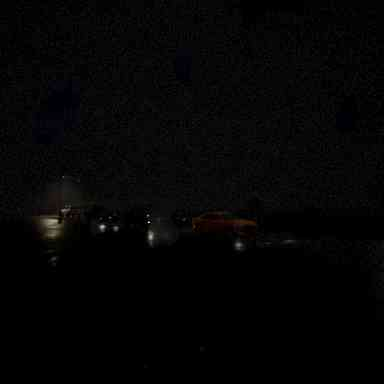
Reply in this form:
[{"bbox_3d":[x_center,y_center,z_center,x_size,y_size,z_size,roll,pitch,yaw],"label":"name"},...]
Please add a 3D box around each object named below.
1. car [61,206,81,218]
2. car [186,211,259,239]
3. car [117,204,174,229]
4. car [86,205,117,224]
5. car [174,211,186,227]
[{"bbox_3d":[-21.223,3.395,58.237,2.150,2.045,5.566,1,-3,-36],"label":"car"},{"bbox_3d":[1.948,1.980,20.739,1.882,1.535,5.008,1,-3,-35],"label":"car"},{"bbox_3d":[-4.224,2.111,29.406,2.150,2.045,5.566,1,-3,-36],"label":"car"},{"bbox_3d":[-10.448,2.507,38.126,2.150,2.045,5.566,1,-3,-35],"label":"car"},{"bbox_3d":[-1.865,2.505,31.154,1.994,1.385,4.181,1,-3,-35],"label":"car"}]
